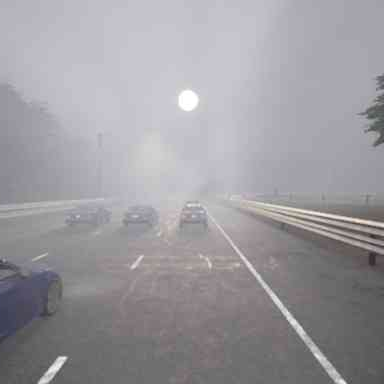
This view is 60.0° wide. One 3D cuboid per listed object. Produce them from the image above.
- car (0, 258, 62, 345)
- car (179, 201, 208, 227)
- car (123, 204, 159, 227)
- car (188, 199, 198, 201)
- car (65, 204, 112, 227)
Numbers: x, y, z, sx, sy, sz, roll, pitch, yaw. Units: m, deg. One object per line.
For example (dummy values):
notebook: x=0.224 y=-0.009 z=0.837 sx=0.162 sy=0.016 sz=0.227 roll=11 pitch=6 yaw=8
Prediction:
car: x=-3.400 y=1.526 z=4.472 sx=1.812 sy=1.442 sz=4.674 roll=0 pitch=0 yaw=0
car: x=0.097 y=1.547 z=22.774 sx=2.033 sy=1.411 sz=5.357 roll=0 pitch=0 yaw=0
car: x=-3.403 y=1.546 z=22.709 sx=2.033 sy=1.411 sz=5.357 roll=0 pitch=0 yaw=0
car: x=0.097 y=1.563 z=41.154 sx=1.994 sy=1.385 sz=4.181 roll=0 pitch=0 yaw=0
car: x=-6.903 y=1.546 z=22.673 sx=2.033 sy=1.411 sz=5.357 roll=0 pitch=0 yaw=0
